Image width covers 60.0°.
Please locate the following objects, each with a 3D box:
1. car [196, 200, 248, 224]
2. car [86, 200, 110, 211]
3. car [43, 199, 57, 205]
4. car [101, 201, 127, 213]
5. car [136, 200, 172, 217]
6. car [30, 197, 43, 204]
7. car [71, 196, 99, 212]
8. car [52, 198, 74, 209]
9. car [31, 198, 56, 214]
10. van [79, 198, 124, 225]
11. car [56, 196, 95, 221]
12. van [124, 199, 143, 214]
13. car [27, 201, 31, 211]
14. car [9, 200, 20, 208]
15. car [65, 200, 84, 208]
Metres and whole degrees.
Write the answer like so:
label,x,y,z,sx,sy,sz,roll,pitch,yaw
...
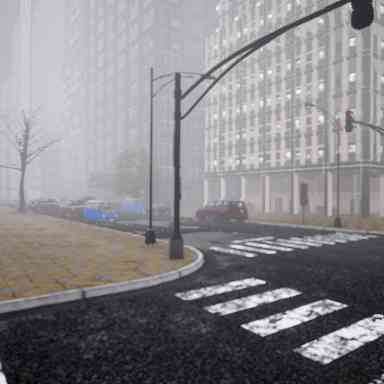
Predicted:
label,x,y,z,sx,sy,sz,roll,pitch,yaw
car,2.396,1.584,27.263,2.192,1.841,5.009,0,0,-36
car,-14.048,1.971,49.521,1.752,1.417,4.829,0,0,-36
car,-30.875,2.185,72.299,1.947,1.339,4.313,0,0,-36
car,-10.561,1.975,44.801,1.947,1.339,4.313,0,0,-36
car,-3.790,1.887,35.635,2.008,1.369,4.403,0,0,-36
car,-39.648,2.188,84.705,1.882,1.535,5.008,1,-1,-36
car,-14.996,1.631,46.361,2.150,2.045,5.566,1,-1,-36
car,-21.313,1.827,54.839,2.097,1.767,4.553,1,-1,-36
car,-17.305,1.650,39.829,2.192,1.841,5.009,0,0,-36
van,-7.149,1.567,26.080,1.690,1.788,3.998,0,0,-36
car,-10.534,1.578,30.663,2.192,1.841,5.009,0,0,-36
van,-7.175,1.714,40.220,1.690,1.788,3.998,0,0,-36
car,-20.691,1.811,44.411,1.967,1.590,4.097,0,0,-36
car,-30.847,2.058,58.158,1.802,1.307,4.206,0,0,-36
car,-20.717,2.066,58.549,2.008,1.369,4.403,0,0,-36
